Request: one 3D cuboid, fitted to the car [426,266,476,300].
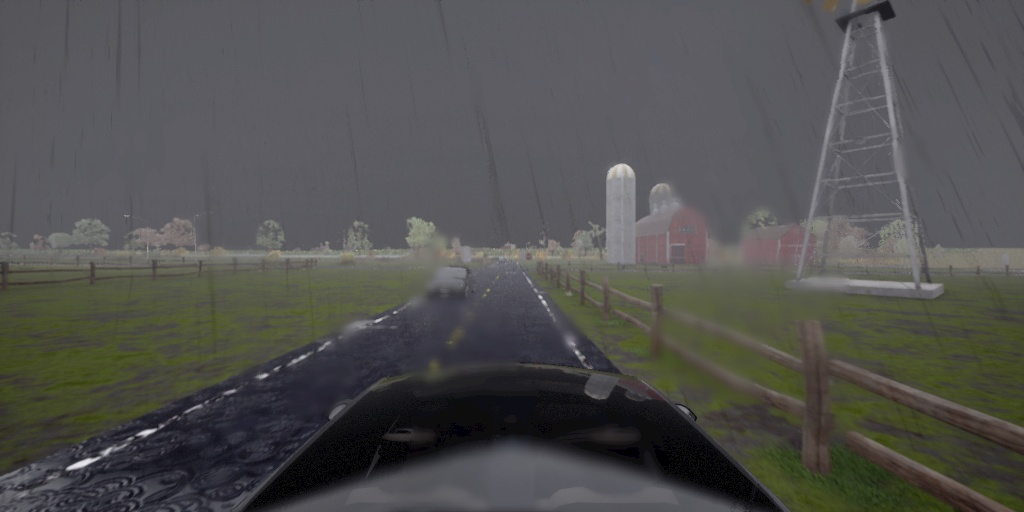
[{"bbox_3d":[-2.851,1.248,17.613,1.837,1.490,4.892,0,0,0],"label":"car"}]
